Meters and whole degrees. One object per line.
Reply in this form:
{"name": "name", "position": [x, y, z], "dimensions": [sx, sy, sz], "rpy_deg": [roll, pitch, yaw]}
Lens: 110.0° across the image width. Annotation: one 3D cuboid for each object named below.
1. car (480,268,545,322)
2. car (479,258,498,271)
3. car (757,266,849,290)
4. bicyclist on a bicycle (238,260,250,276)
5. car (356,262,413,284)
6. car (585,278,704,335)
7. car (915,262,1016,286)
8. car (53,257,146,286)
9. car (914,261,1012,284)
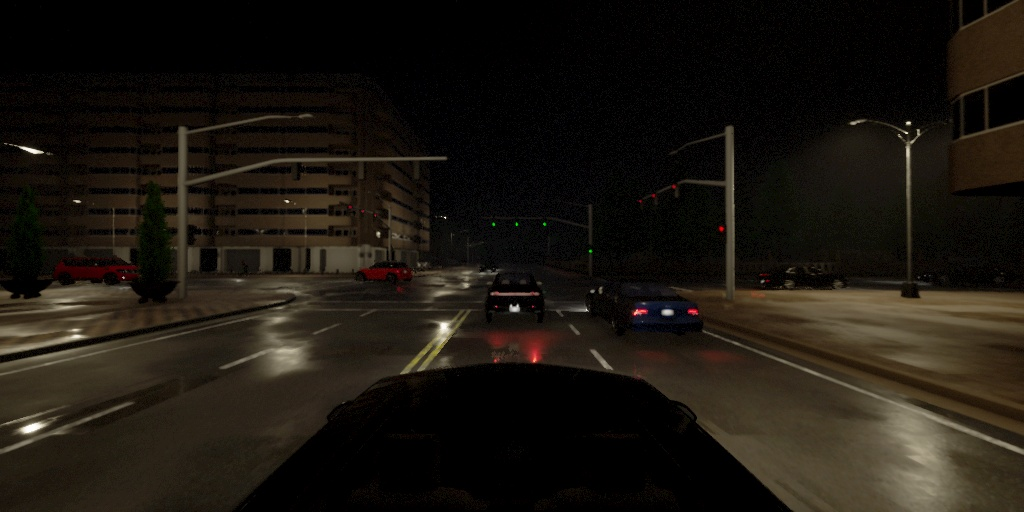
{"name": "car", "position": [0.084, 1.329, 12.662], "dimensions": [2.128, 1.511, 4.902], "rpy_deg": [0, 0, 0]}
{"name": "car", "position": [-3.587, 1.381, 53.496], "dimensions": [2.150, 2.045, 5.566], "rpy_deg": [0, 0, 0]}
{"name": "car", "position": [18.389, 1.366, 22.756], "dimensions": [4.892, 1.490, 1.837], "rpy_deg": [0, -1, 2]}
{"name": "bicyclist on a bicycle", "position": [-28.008, 1.281, 37.467], "dimensions": [0.582, 1.620, 1.656], "rpy_deg": [0, 0, 0]}
{"name": "car", "position": [-10.471, 1.268, 29.268], "dimensions": [4.553, 1.767, 2.097], "rpy_deg": [0, 0, 21]}
{"name": "car", "position": [3.582, 1.369, 10.751], "dimensions": [2.033, 1.411, 5.357], "rpy_deg": [0, 0, 0]}
{"name": "car", "position": [33.831, 1.398, 26.934], "dimensions": [4.892, 1.490, 1.837], "rpy_deg": [0, -1, 22]}
{"name": "car", "position": [-30.206, 1.113, 26.496], "dimensions": [5.566, 2.045, 2.150], "rpy_deg": [0, 0, 0]}
{"name": "car", "position": [36.762, 1.266, 29.429], "dimensions": [4.553, 1.767, 2.097], "rpy_deg": [0, 0, 25]}
